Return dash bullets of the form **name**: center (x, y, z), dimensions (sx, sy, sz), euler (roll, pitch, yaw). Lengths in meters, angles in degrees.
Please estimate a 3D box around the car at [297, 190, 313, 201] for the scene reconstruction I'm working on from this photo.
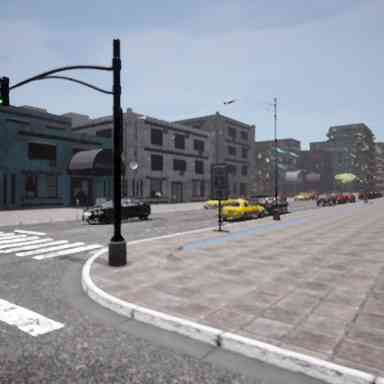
- **car**: center (19.288, 0.837, 58.517), dimensions (1.752, 1.417, 4.829), euler (0, 1, 36)

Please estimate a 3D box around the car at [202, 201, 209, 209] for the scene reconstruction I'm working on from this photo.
- **car**: center (2.961, 1.091, 36.185), dimensions (1.752, 1.417, 4.829), euler (0, 1, 36)

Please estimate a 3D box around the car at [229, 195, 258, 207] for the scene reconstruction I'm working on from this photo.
- **car**: center (6.327, 1.095, 40.789), dimensions (1.802, 1.307, 4.206), euler (0, 1, 36)

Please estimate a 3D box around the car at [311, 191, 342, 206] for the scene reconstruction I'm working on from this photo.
- **car**: center (16.356, 0.955, 40.308), dimensions (2.008, 1.369, 4.403), euler (0, 1, 36)

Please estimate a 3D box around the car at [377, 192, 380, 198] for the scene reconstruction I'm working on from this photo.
- **car**: center (35.948, 0.669, 67.107), dimensions (1.947, 1.339, 4.313), euler (0, 1, 36)

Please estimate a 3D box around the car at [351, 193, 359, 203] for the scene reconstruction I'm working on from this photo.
- **car**: center (22.886, 0.743, 49.241), dimensions (1.967, 1.590, 4.097), euler (0, 1, 36)

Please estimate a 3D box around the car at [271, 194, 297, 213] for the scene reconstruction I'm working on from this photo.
- **car**: center (6.559, 1.108, 26.909), dimensions (2.008, 1.369, 4.403), euler (0, 1, 36)

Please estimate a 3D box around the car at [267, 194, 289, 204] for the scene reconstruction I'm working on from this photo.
- **car**: center (12.858, 0.994, 49.723), dimensions (1.802, 1.307, 4.206), euler (0, 1, 36)

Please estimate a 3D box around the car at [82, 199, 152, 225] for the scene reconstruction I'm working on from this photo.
- **car**: center (-4.698, 1.191, 21.337), dimensions (2.128, 1.511, 4.902), euler (0, 0, 36)

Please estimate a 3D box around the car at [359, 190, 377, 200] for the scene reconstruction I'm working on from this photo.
- **car**: center (32.682, 0.468, 62.639), dimensions (2.192, 1.841, 5.009), euler (0, 1, 36)

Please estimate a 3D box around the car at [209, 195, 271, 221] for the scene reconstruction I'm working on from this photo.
- **car**: center (3.394, 1.132, 22.579), dimensions (1.752, 1.417, 4.829), euler (0, 1, 36)

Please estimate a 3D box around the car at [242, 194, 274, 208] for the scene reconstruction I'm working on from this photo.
- **car**: center (7.689, 1.032, 38.246), dimensions (1.812, 1.442, 4.674), euler (0, 0, 36)

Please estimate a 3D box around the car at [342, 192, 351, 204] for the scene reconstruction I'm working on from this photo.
- **car**: center (19.621, 0.936, 44.775), dimensions (1.802, 1.307, 4.206), euler (0, 1, 36)

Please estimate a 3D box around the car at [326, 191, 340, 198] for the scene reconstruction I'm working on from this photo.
- **car**: center (32.450, 0.552, 76.520), dimensions (1.967, 1.590, 4.097), euler (0, 1, 36)

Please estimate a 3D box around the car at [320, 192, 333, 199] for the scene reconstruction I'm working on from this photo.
- **car**: center (29.184, 0.743, 72.055), dimensions (1.802, 1.307, 4.206), euler (0, 1, 36)

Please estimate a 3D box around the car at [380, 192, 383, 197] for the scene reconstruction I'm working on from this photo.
- **car**: center (39.214, 0.620, 71.574), dimensions (1.947, 1.339, 4.313), euler (0, 1, 36)
